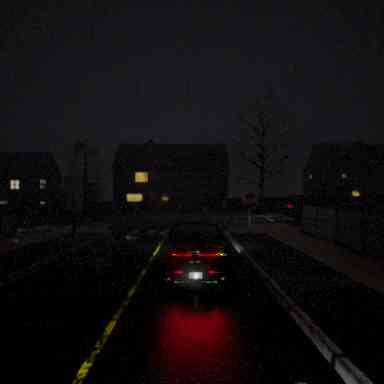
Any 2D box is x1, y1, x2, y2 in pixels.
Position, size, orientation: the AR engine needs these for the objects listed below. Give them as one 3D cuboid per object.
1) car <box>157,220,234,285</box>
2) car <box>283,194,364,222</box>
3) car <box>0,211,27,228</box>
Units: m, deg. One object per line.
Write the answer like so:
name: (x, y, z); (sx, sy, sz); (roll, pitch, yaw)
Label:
car: (0.082, 1.582, 9.688); (1.837, 1.490, 4.892); (0, 0, 0)
car: (9.745, 1.160, 25.139); (5.566, 2.045, 2.150); (-1, 0, 3)
car: (-14.713, 2.047, 24.519); (4.674, 1.442, 1.812); (-1, 0, 0)
